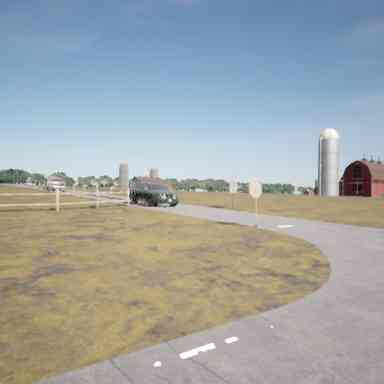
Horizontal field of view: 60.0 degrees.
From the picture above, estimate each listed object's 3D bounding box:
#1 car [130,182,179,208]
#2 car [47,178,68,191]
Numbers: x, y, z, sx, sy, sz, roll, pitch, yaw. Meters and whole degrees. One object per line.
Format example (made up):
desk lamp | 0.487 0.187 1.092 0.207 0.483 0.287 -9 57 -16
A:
car | -3.309 0.187 28.272 2.150 2.045 5.566 2 2 -36
car | -21.855 -1.231 53.924 2.150 2.045 5.566 2 1 -36
